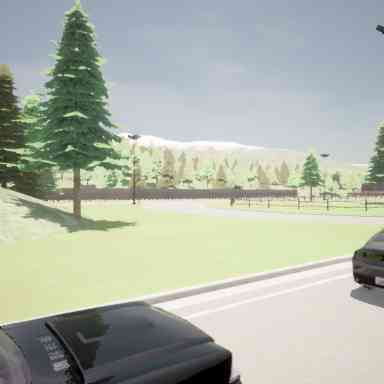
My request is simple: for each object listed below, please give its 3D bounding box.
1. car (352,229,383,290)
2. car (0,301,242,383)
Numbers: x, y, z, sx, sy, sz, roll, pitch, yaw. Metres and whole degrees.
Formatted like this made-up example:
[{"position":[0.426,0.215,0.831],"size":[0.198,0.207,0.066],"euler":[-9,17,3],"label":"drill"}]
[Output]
[{"position":[5.749,1.506,7.934],"size":[4.892,1.490,1.837],"euler":[0,0,-35],"label":"car"},{"position":[-1.887,1.601,2.402],"size":[4.718,1.301,1.895],"euler":[0,0,-35],"label":"car"}]
